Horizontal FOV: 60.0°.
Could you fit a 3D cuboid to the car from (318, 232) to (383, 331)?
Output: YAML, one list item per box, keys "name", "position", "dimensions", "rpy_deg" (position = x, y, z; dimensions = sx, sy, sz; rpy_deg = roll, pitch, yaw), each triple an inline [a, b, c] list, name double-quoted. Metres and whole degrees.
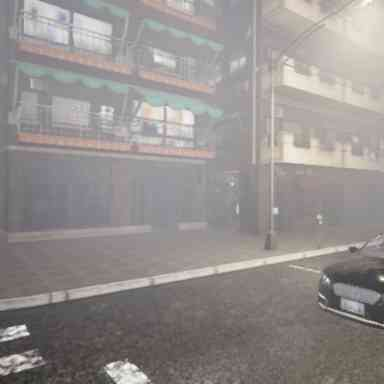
- name: "car"
  position: [4.475, 1.515, 6.560]
  dimensions: [4.902, 1.511, 2.128]
  rpy_deg: [0, 0, -35]
